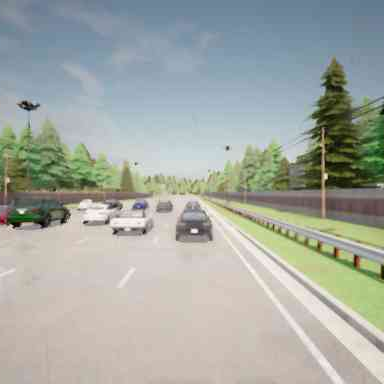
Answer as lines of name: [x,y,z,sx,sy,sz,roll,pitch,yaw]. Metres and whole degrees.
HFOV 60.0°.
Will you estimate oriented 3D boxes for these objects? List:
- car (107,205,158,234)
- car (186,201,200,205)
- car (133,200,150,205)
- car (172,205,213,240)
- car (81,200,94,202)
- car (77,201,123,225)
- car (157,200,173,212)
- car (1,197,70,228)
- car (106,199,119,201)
car: [-3.394,1.699,19.797,1.895,1.301,4.718,0,0,0]
car: [0.103,1.732,37.189,2.033,1.411,5.357,0,0,0]
car: [-6.887,1.749,45.382,1.812,1.442,4.674,0,0,0]
car: [0.102,1.612,17.370,1.812,1.442,4.674,0,0,0]
car: [-13.888,1.746,44.746,1.812,1.442,4.674,0,0,0]
car: [-6.892,1.651,25.408,1.812,1.442,4.674,0,0,0]
car: [-3.390,1.700,42.030,2.128,1.511,4.902,0,0,0]
car: [-10.392,1.337,22.985,2.150,2.045,5.566,0,0,0]
car: [-10.389,1.693,43.750,1.882,1.535,5.008,0,0,0]
